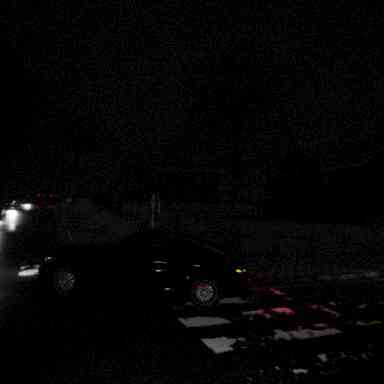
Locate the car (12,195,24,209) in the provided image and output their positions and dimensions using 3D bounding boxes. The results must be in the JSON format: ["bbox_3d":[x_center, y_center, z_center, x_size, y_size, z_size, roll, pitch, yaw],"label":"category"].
[{"bbox_3d":[-18.078,0.938,32.742,1.895,1.301,4.718,3,0,-22],"label":"car"}]

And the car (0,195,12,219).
[{"bbox_3d":[-13.958,0.970,22.975,1.837,1.490,4.892,3,0,-23],"label":"car"}]

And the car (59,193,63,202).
[{"bbox_3d":[-23.128,0.795,56.496,1.882,1.535,5.008,2,0,-14],"label":"car"}]

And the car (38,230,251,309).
[{"bbox_3d":[-1.004,1.602,7.658,4.674,1.442,1.812,5,-2,-1],"label":"car"}]

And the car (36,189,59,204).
[{"bbox_3d":[-19.752,0.575,45.110,2.150,2.045,5.566,2,0,-19],"label":"car"}]
